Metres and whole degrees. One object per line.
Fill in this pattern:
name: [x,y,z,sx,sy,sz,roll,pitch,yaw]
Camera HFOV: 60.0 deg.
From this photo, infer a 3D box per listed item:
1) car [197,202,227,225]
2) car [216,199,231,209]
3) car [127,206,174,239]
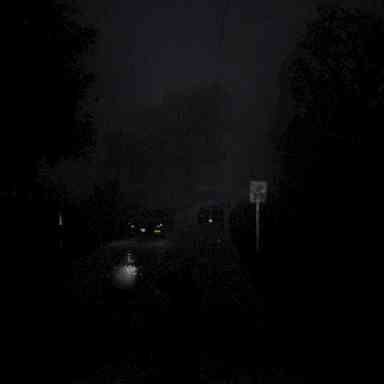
car: [1.530,1.696,25.321,1.895,1.301,4.718,0,0,6]
car: [3.957,1.498,42.639,1.895,1.301,4.718,1,1,10]
car: [-2.079,1.545,17.903,1.837,1.490,4.892,0,0,5]
